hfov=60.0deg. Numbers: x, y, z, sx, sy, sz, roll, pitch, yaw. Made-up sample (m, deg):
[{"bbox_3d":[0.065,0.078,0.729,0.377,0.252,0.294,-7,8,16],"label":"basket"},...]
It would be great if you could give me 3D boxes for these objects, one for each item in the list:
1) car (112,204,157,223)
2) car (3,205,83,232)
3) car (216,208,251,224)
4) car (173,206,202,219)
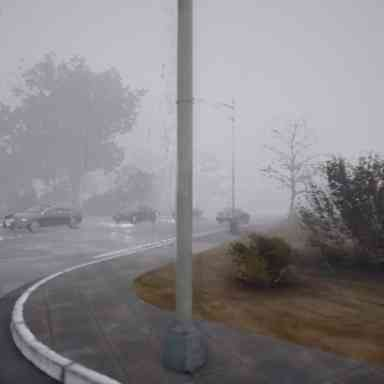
[{"bbox_3d":[-4.868,1.859,28.876,1.837,1.490,4.892,0,-2,25],"label":"car"},{"bbox_3d":[-8.911,1.540,20.331,2.128,1.511,4.902,0,-1,25],"label":"car"},{"bbox_3d":[3.854,2.173,30.503,2.033,1.411,5.357,0,-3,25],"label":"car"},{"bbox_3d":[-0.474,2.336,38.161,2.128,1.511,4.902,0,-3,25],"label":"car"}]
